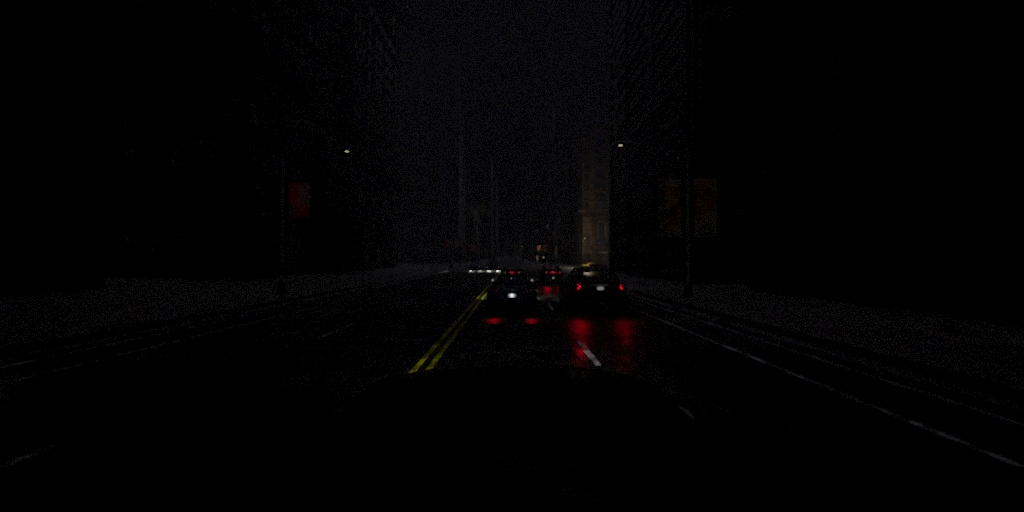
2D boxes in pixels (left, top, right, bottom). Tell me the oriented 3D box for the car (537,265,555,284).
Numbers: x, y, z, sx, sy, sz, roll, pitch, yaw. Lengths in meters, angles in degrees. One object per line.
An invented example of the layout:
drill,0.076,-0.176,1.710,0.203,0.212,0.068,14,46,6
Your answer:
car,3.252,1.522,30.354,2.128,1.511,4.902,0,0,0

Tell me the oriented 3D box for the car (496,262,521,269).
car,0.002,1.522,30.348,2.128,1.511,4.902,0,0,0

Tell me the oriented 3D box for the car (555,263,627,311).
car,3.263,1.235,15.275,2.097,1.767,4.553,0,-1,0

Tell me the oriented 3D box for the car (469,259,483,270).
car,-6.568,1.801,65.062,1.882,1.535,5.008,0,0,1

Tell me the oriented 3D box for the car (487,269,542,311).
car,0.014,1.448,15.264,1.994,1.385,4.181,0,0,0

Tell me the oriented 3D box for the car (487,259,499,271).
car,-3.318,1.544,64.840,2.150,2.045,5.566,0,0,1
